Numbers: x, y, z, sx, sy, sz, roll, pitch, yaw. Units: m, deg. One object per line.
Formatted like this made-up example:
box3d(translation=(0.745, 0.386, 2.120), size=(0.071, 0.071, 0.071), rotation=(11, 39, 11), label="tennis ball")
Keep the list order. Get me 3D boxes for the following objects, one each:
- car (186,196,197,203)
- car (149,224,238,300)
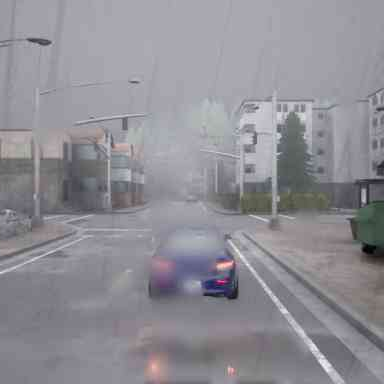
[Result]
box3d(translation=(-0.143, 1.526, 66.933), size=(1.812, 1.442, 4.674), rotation=(0, 0, 0), label="car")
box3d(translation=(0.040, 1.526, 8.290), size=(1.812, 1.442, 4.674), rotation=(0, 0, 0), label="car")
